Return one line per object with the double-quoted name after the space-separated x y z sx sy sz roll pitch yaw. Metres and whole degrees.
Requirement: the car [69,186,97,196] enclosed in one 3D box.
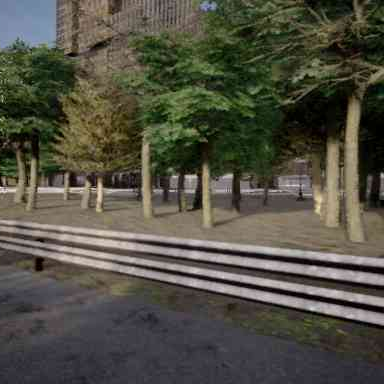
-18.771 -0.168 55.839 5.366 1.575 1.801 0 1 -4 "car"
